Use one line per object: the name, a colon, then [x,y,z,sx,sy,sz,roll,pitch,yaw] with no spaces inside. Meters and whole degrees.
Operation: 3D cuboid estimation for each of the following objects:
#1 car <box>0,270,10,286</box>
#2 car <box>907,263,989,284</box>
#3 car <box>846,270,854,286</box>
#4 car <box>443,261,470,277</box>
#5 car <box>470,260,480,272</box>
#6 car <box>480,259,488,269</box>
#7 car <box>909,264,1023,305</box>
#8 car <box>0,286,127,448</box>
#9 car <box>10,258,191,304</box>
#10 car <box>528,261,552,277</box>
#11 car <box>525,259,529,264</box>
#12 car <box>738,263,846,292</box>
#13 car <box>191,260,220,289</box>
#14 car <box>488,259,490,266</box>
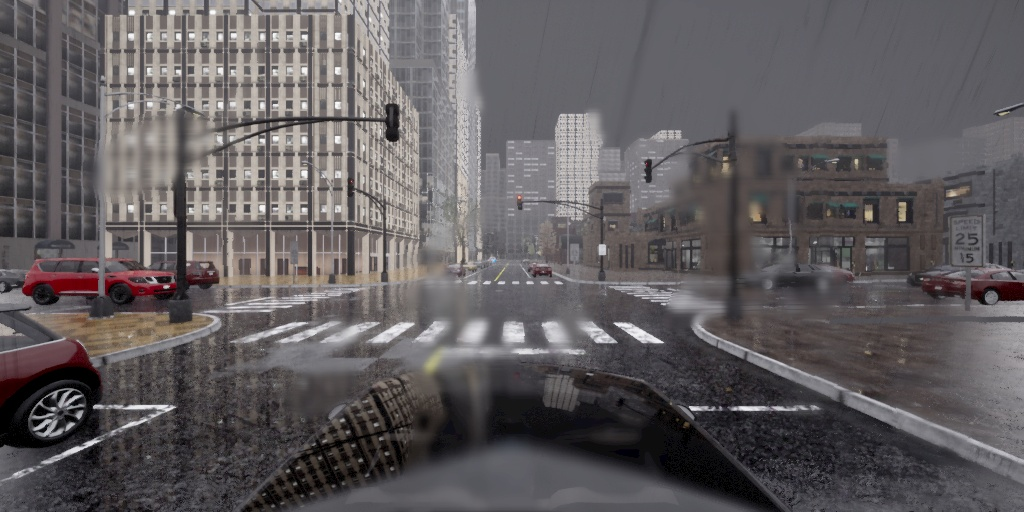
car: [-31.429,1.508,22.086,4.403,1.370,2.007,0,0,-1]
car: [24.946,1.141,20.064,4.181,1.385,1.994,0,0,-1]
car: [19.053,1.202,22.586,4.207,1.307,1.802,0,0,-1]
car: [-5.523,1.341,34.773,1.802,1.307,4.207,0,0,0]
car: [-5.466,1.291,45.684,1.751,1.417,4.829,0,0,0]
car: [-5.407,1.324,56.936,2.007,1.370,4.403,0,0,0]
car: [19.136,1.153,14.206,4.507,1.381,1.888,0,0,-1]
car: [-5.691,1.190,2.306,1.967,1.591,4.097,0,0,0]
car: [-18.590,1.087,16.425,5.566,2.045,2.150,0,0,-1]
car: [2.859,1.304,34.729,1.888,1.381,4.507,0,0,0]
car: [2.915,1.348,45.811,1.802,1.307,4.207,0,0,0]
car: [15.142,1.147,19.960,4.892,1.490,1.837,0,0,-1]
car: [-21.019,1.203,22.189,5.009,1.841,2.192,0,0,-1]
car: [-5.379,1.344,62.476,1.948,1.339,4.313,0,0,0]
